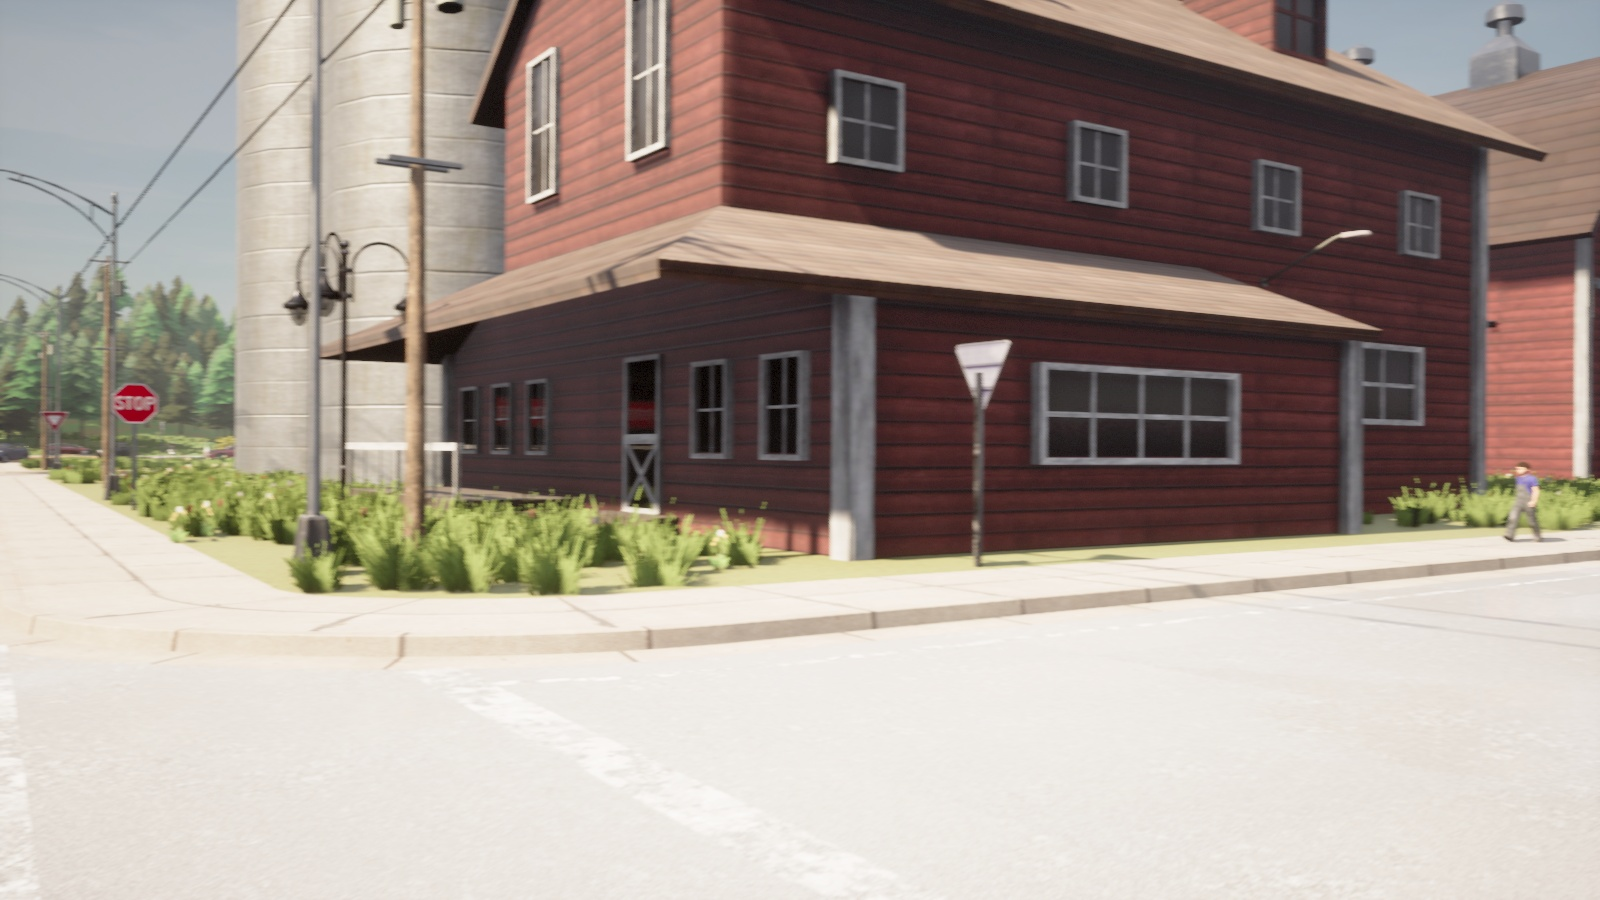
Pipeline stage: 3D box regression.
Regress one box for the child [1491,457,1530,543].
[{"bbox_3d":[10.615,0.741,18.758,0.437,1.263,0.270,0,0,-20],"label":"child"}]
